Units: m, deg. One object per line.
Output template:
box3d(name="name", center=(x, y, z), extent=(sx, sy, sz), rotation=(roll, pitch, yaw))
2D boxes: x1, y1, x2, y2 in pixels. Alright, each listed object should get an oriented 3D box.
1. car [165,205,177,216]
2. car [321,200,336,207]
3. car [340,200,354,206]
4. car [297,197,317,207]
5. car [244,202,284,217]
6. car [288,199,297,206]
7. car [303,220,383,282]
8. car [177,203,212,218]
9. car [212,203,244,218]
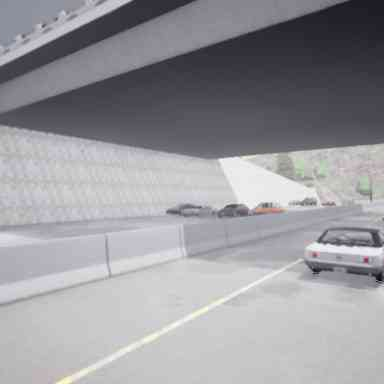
box3d(name="car", center=(-0.802, 2.018, 38.954), extent=(2.033, 1.411, 5.357), rotation=(0, -1, 35))
box3d(name="car", center=(27.663, 2.342, 67.354), extent=(1.895, 1.301, 4.718), rotation=(0, -1, 35))
box3d(name="car", center=(30.551, 2.248, 65.377), extent=(2.128, 1.511, 4.902), rotation=(0, -1, 35))
box3d(name="car", center=(24.077, 2.002, 68.336), extent=(2.150, 2.045, 5.566), rotation=(0, -1, 35))
box3d(name="car", center=(7.237, 1.739, 32.127), extent=(2.097, 1.767, 4.553), rotation=(0, -1, 35))
box3d(name="car", center=(22.177, 2.319, 71.726), extent=(1.812, 1.442, 4.674), rotation=(0, -1, 35))
box3d(name="car", center=(5.053, 1.726, 10.303), extent=(1.895, 1.301, 4.718), rotation=(0, -1, 35))
box3d(name="car", center=(0.842, 2.026, 35.191), extent=(1.895, 1.301, 4.718), rotation=(0, -1, 35))
box3d(name="car", center=(4.347, 1.916, 34.099), extent=(1.837, 1.490, 4.892), rotation=(0, -1, 35))
